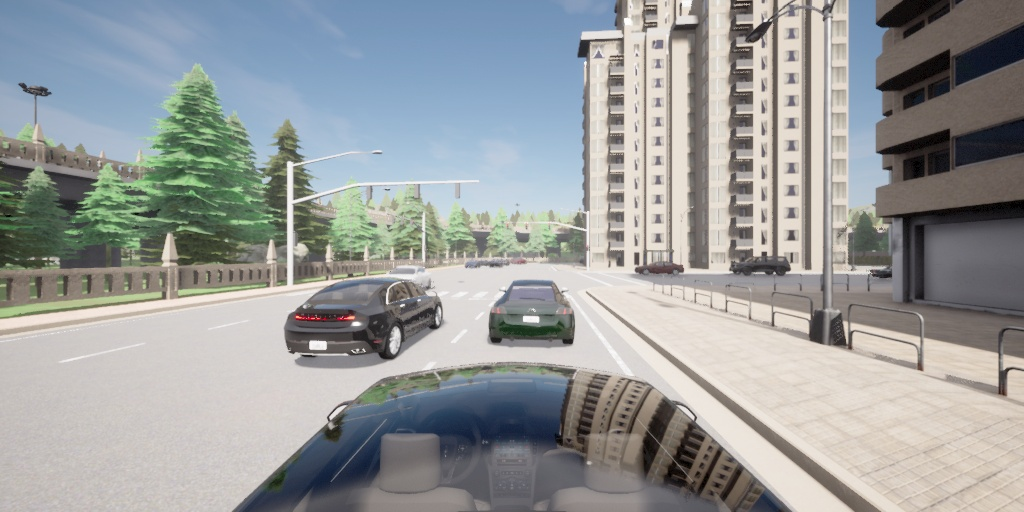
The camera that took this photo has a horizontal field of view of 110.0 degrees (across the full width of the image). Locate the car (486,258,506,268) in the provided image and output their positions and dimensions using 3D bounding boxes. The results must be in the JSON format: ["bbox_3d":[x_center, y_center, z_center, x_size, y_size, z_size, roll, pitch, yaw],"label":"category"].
[{"bbox_3d":[-2.632,1.335,60.557,1.895,1.301,4.718,0,0,5],"label":"car"}]

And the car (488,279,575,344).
[{"bbox_3d":[0.573,1.312,9.627,1.994,1.385,4.181,0,0,5],"label":"car"}]

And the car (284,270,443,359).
[{"bbox_3d":[-3.042,1.253,8.432,1.837,1.490,4.892,0,0,5],"label":"car"}]

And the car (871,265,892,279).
[{"bbox_3d":[33.527,1.397,30.216,4.718,1.301,1.895,0,0,4],"label":"car"}]

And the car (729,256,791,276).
[{"bbox_3d":[26.147,1.016,37.883,5.566,2.045,2.150,0,0,4],"label":"car"}]

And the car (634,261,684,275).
[{"bbox_3d":[15.789,1.272,38.559,5.008,1.535,1.882,0,0,4],"label":"car"}]

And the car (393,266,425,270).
[{"bbox_3d":[-5.817,1.271,20.001,1.812,1.442,4.674,0,0,4],"label":"car"}]

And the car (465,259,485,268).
[{"bbox_3d":[-6.321,1.282,58.528,2.033,1.411,5.357,0,0,5],"label":"car"}]
